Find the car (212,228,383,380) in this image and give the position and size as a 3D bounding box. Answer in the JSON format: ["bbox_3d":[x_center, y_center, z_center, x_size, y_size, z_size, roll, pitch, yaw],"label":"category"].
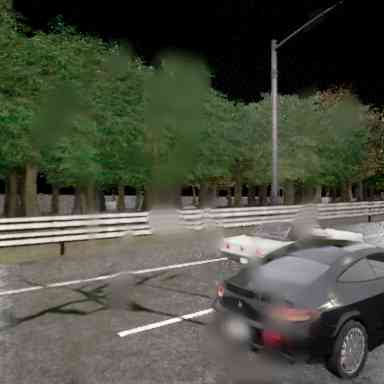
[{"bbox_3d":[2.451,1.501,5.403,4.674,1.442,1.812,0,0,-35],"label":"car"}]

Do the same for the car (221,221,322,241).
[{"bbox_3d":[3.239,1.553,10.193,4.718,1.301,1.895,0,0,-34],"label":"car"}]
